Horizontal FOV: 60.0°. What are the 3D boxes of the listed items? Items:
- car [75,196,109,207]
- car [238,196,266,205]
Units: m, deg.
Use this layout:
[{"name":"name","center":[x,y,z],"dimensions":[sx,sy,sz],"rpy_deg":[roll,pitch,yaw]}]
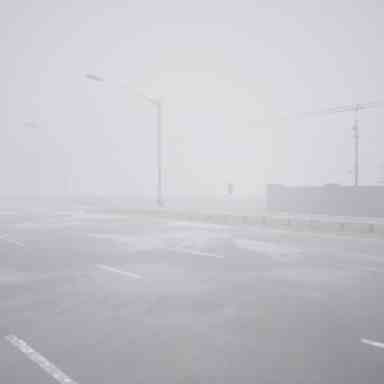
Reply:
[{"name":"car","center":[-12.634,1.213,42.157],"dimensions":[4.181,1.385,1.994],"rpy_deg":[0,1,-2]},{"name":"car","center":[9.146,1.245,48.534],"dimensions":[4.718,1.301,1.895],"rpy_deg":[0,0,-23]}]
